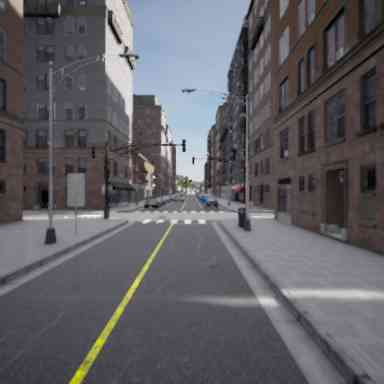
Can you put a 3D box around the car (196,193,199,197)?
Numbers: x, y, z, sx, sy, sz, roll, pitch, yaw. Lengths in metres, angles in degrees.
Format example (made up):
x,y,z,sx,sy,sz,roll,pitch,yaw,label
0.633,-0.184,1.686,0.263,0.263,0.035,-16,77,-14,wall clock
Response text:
x,y,z,sx,sy,sz,roll,pitch,yaw,label
2.671,1.456,85.057,1.752,1.417,4.829,0,0,0,car

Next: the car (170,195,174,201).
x,y,z,sx,sy,sz,roll,pitch,yaw,label
-5.361,1.501,67.843,2.008,1.369,4.403,0,0,0,car

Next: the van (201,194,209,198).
x,y,z,sx,sy,sz,roll,pitch,yaw,label
2.658,1.308,50.792,1.690,1.788,3.998,0,0,0,van

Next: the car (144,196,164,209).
x,y,z,sx,sy,sz,roll,pitch,yaw,label
-5.370,1.538,45.114,1.947,1.339,4.313,0,0,0,car

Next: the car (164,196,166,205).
x,y,z,sx,sy,sz,roll,pitch,yaw,label
-5.367,1.549,50.796,1.802,1.307,4.206,0,0,0,car

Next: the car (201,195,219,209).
x,y,z,sx,sy,sz,roll,pitch,yaw,label
2.656,1.523,45.111,2.008,1.369,4.403,0,0,0,car

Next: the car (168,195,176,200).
x,y,z,sx,sy,sz,roll,pitch,yaw,label
-5.352,1.469,90.572,1.887,1.381,4.507,0,0,0,car

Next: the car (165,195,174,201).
x,y,z,sx,sy,sz,roll,pitch,yaw,label
-5.356,1.503,79.207,1.947,1.339,4.313,0,0,0,car

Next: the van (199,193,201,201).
x,y,z,sx,sy,sz,roll,pitch,yaw,label
2.662,1.297,62.157,1.690,1.788,3.998,0,0,0,van

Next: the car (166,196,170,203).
x,y,z,sx,sy,sz,roll,pitch,yaw,label
-5.365,1.528,56.478,1.947,1.339,4.313,0,0,0,car

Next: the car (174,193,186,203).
x,y,z,sx,sy,sz,roll,pitch,yaw,label
-2.722,1.501,68.996,1.994,1.385,4.181,0,0,0,car
